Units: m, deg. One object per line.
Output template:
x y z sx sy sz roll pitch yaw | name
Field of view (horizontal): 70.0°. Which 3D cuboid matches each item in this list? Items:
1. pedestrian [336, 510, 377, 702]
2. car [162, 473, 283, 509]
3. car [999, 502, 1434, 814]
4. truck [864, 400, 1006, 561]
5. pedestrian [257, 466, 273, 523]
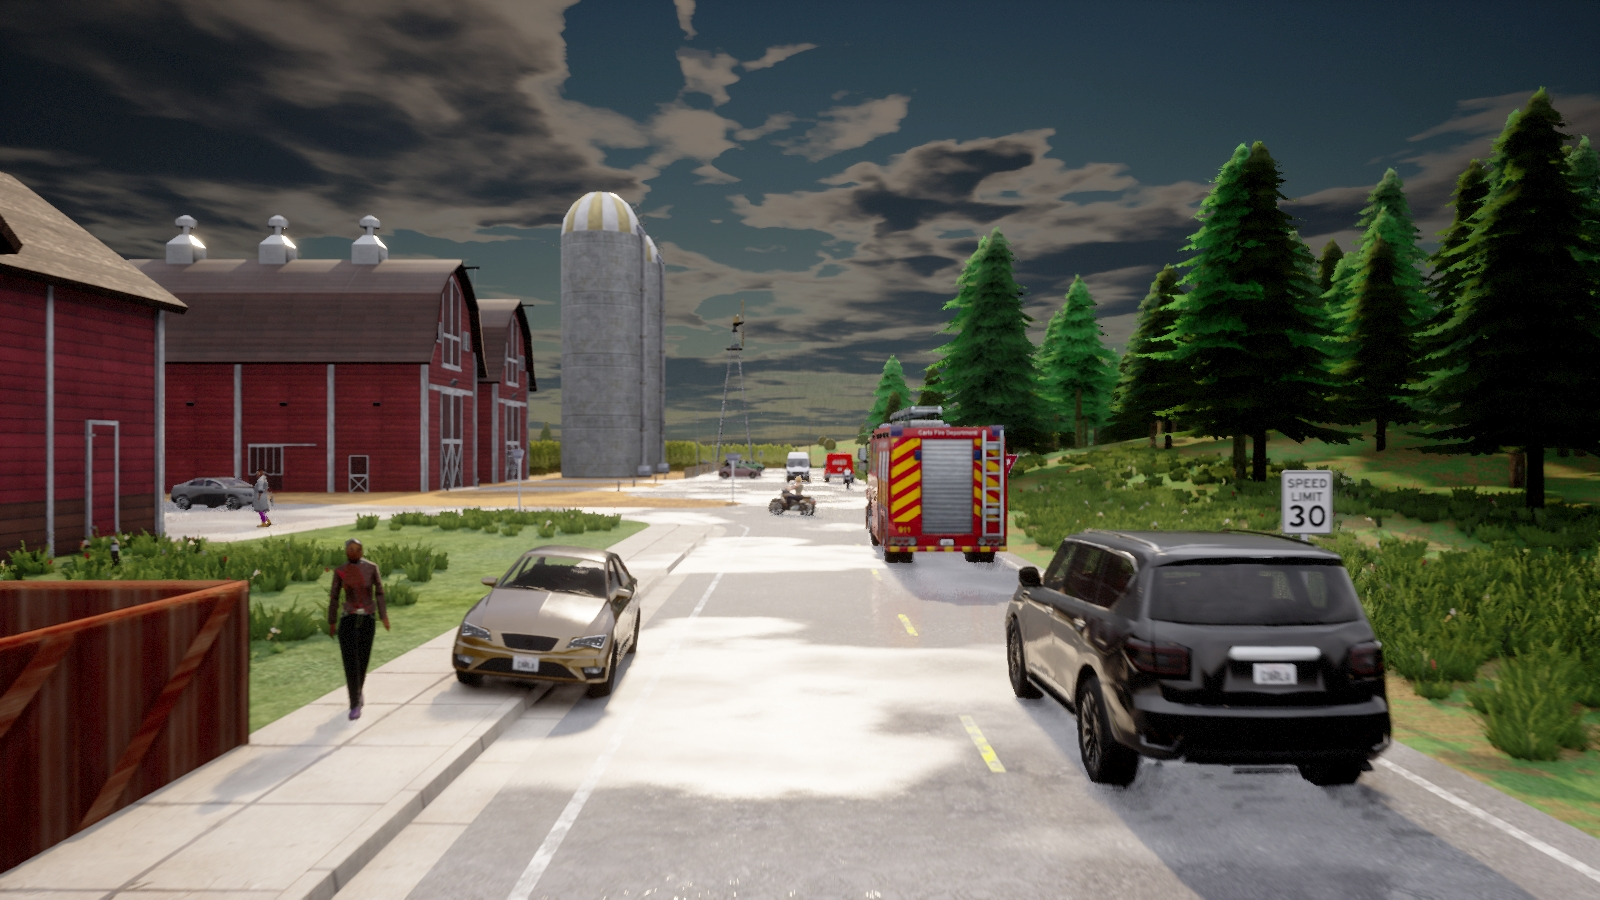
-4.453 1.547 11.472 0.375 1.860 0.375 0 0 -20 | pedestrian
-26.446 1.848 52.322 4.902 1.511 2.128 0 0 19 | car
3.485 1.628 11.023 2.150 2.045 5.566 0 -1 0 | car
3.441 0.731 31.434 2.891 3.827 8.468 0 0 0 | truck
-17.458 1.445 37.297 0.375 1.860 0.375 0 0 -6 | pedestrian
